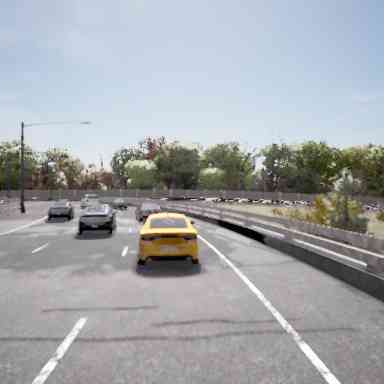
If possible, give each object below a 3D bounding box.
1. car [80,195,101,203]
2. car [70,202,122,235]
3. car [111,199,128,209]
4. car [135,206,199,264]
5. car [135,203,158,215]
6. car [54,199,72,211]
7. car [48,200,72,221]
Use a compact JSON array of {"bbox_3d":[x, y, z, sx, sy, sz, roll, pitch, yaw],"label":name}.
[{"bbox_3d":[-14.252,1.390,46.692,2.150,2.045,5.566,0,0,-26],"label":"car"},{"bbox_3d":[-5.465,1.562,19.575,2.128,1.511,4.902,0,0,-10],"label":"car"},{"bbox_3d":[-10.521,1.703,46.922,2.033,1.411,5.357,0,0,-25],"label":"car"},{"bbox_3d":[-0.904,1.511,12.061,1.882,1.535,5.008,0,0,-6],"label":"car"},{"bbox_3d":[-3.662,1.629,27.770,2.033,1.411,5.357,0,0,-15],"label":"car"},{"bbox_3d":[-17.750,1.746,45.653,1.994,1.385,4.181,0,0,-25],"label":"car"},{"bbox_3d":[-11.282,1.607,28.874,2.128,1.511,4.902,0,0,-16],"label":"car"}]
